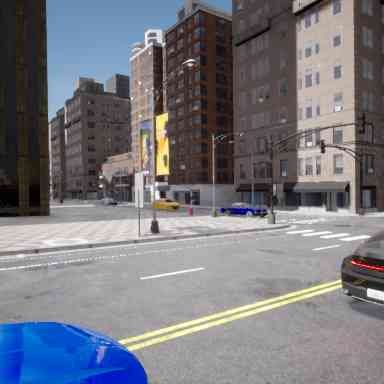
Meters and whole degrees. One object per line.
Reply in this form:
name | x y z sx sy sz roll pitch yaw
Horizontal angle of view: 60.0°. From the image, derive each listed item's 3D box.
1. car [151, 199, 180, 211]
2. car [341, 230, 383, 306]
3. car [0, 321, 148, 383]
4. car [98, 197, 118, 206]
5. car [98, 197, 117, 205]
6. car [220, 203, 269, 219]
car | -3.374 1.621 42.401 1.882 1.535 5.008 -1 1 -35
car | 5.114 1.504 7.092 4.892 1.490 1.837 0 0 -36
car | -2.577 1.478 1.603 5.008 1.535 1.882 0 0 -35
car | -15.007 1.764 59.078 2.033 1.411 5.357 -1 0 -35
car | -17.192 1.743 67.583 2.033 1.411 5.357 -1 0 -35
car | 4.819 1.695 30.766 1.895 1.301 4.718 -1 0 -35
